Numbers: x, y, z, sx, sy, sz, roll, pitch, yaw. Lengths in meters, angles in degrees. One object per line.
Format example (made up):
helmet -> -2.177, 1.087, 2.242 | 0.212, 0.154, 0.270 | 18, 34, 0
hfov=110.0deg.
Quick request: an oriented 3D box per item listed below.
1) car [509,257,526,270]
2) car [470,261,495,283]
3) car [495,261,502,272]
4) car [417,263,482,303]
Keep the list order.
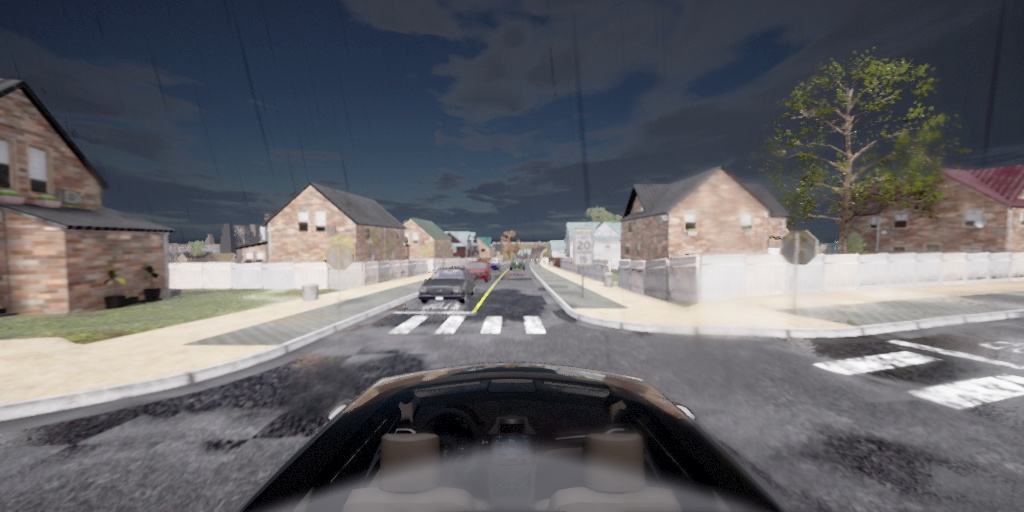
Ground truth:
car -> 0.754, 1.016, 48.746 | 2.097, 1.767, 4.553 | 0, 0, 2
car -> -2.603, 1.139, 27.424 | 1.882, 1.535, 5.008 | 0, 0, 1
car -> -2.241, 1.254, 42.793 | 1.895, 1.301, 4.718 | 0, 0, 2
car -> -2.754, 1.235, 16.389 | 2.033, 1.411, 5.357 | 0, 0, 1
